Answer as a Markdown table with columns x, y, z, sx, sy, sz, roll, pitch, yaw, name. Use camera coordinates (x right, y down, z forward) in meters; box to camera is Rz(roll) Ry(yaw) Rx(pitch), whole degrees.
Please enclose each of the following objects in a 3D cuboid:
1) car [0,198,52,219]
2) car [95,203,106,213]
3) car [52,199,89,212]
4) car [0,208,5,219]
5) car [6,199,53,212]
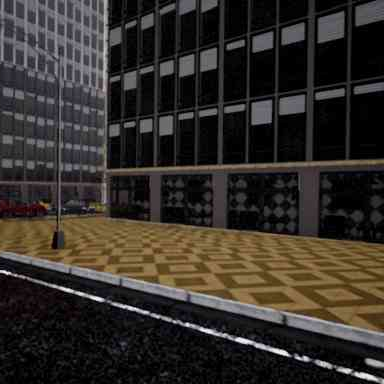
| x | y | z | sx | sy | sz | roll | pitch | yaw | name |
| --- | --- | --- | --- | --- | --- | --- | --- | --- | --- |
| -16.256 | 1.520 | 31.128 | 2.192 | 1.841 | 5.009 | 1 | 0 | 37 | car |
| -9.435 | 1.830 | 40.322 | 1.752 | 1.417 | 4.829 | 1 | 0 | 37 | car |
| -15.381 | 1.697 | 42.008 | 1.837 | 1.490 | 4.892 | 1 | 0 | 37 | car |
| -7.265 | 1.348 | 8.887 | 4.553 | 1.767 | 2.097 | 0 | 0 | 36 | car |
| -19.730 | 1.643 | 40.512 | 1.752 | 1.417 | 4.829 | 1 | 0 | 37 | car |
